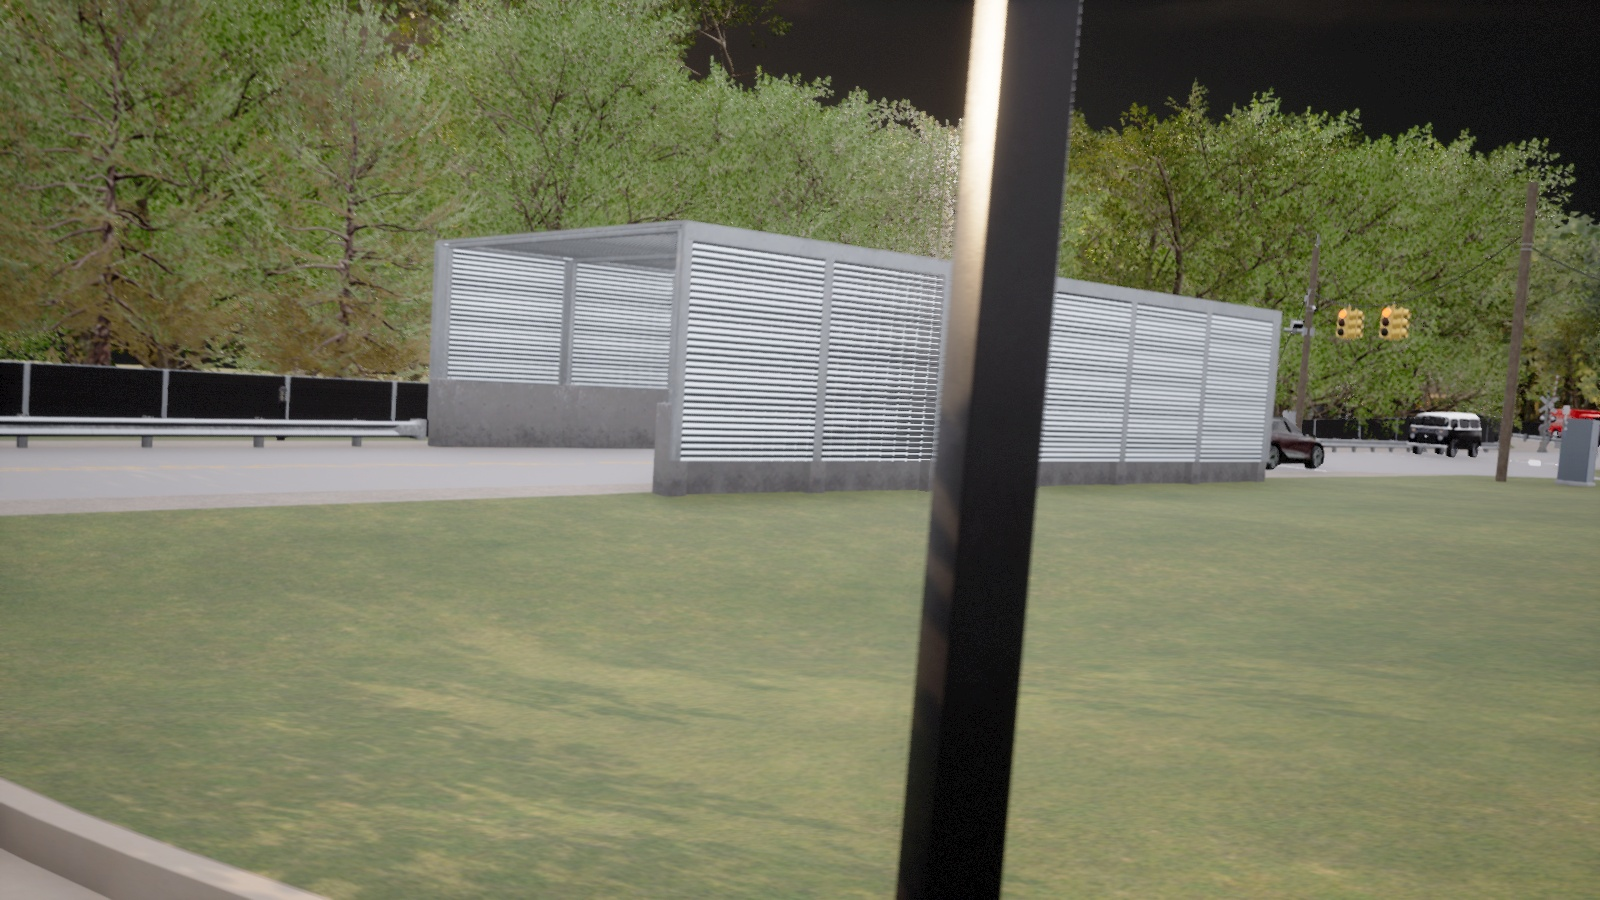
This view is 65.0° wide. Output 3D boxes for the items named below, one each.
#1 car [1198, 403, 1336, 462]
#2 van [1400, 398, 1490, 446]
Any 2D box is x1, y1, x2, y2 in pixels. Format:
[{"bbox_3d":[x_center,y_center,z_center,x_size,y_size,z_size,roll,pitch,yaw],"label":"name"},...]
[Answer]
[{"bbox_3d":[14.990,-0.562,40.175,4.856,1.649,2.033,-1,5,-42],"label":"car"},{"bbox_3d":[29.765,-1.284,57.895,4.480,2.038,2.069,-1,5,-41],"label":"van"}]
